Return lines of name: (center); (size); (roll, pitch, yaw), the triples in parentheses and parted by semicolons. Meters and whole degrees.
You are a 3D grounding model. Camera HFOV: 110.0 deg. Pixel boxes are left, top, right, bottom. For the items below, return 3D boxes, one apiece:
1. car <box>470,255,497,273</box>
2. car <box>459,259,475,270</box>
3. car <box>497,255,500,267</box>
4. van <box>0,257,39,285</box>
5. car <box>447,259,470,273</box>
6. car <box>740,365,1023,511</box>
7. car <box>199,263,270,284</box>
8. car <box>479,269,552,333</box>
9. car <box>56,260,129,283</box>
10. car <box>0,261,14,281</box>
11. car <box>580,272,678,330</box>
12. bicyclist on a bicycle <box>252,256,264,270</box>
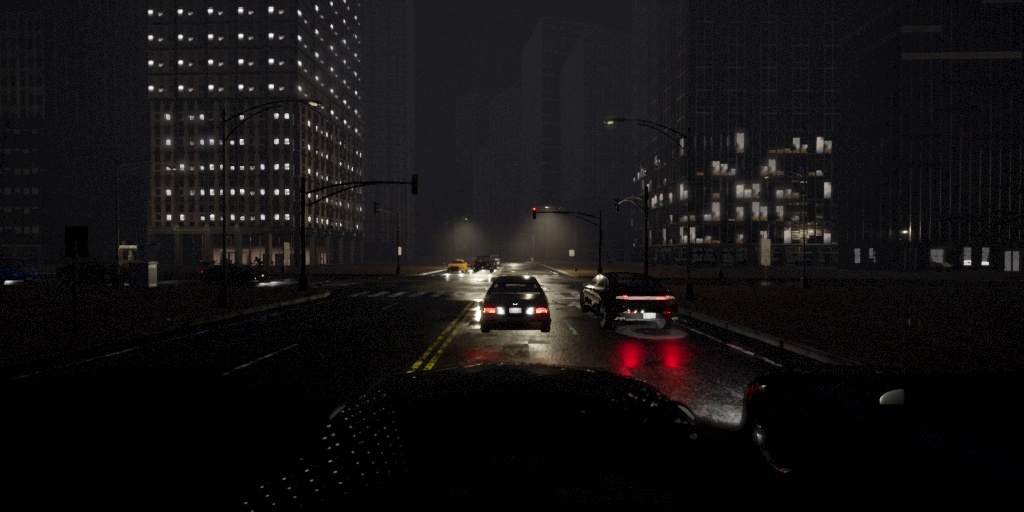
car: (-3.302, 0.937, 42.942); (2.150, 2.045, 5.566); (0, 0, 0)
car: (-6.538, 1.223, 52.677); (1.812, 1.442, 4.674); (0, 0, 0)
car: (-3.289, 1.048, 52.896); (2.097, 1.767, 4.553); (0, 0, 0)
van: (-33.910, 0.960, 23.682); (3.998, 1.789, 1.690); (0, 0, 1)
car: (-6.550, 1.193, 43.265); (1.882, 1.535, 5.008); (0, 0, 0)
car: (3.354, 1.314, 1.988); (1.994, 1.385, 4.181); (0, 0, 0)
car: (-19.961, 1.227, 25.903); (4.181, 1.385, 1.994); (0, 0, 1)
car: (0.109, 1.294, 10.732); (2.033, 1.411, 5.357); (0, 0, 1)
car: (-30.053, 1.093, 26.166); (5.008, 1.535, 1.882); (0, 0, 2)
car: (-40.295, 1.093, 26.451); (4.674, 1.442, 1.812); (0, 0, 2)
car: (3.356, 1.238, 11.145); (2.128, 1.511, 4.902); (0, 0, 0)
bicyclist on a bicycle: (-24.667, 0.868, 34.762); (0.582, 1.620, 1.656); (0, 1, 1)
